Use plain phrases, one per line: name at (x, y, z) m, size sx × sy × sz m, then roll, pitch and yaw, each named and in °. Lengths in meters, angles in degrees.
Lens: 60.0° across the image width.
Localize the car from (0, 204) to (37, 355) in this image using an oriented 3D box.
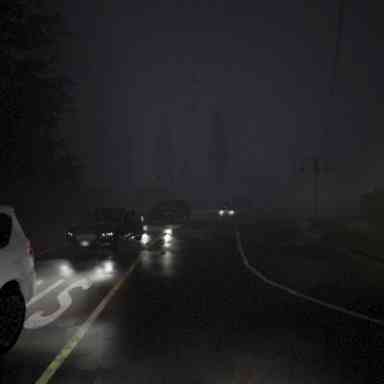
car at (-3.566, 1.187, 3.050) m, size 2.150 × 2.045 × 5.566 m, roll 0°, pitch 1°, yaw 1°

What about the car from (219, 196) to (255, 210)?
car at (5.072, 1.195, 36.884) m, size 2.033 × 1.411 × 5.357 m, roll 0°, pitch 1°, yaw 37°

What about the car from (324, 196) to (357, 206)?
car at (20.074, 1.186, 44.756) m, size 4.718 × 1.301 × 1.895 m, roll 0°, pitch 0°, yaw -30°

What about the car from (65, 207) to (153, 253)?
car at (-3.218, 1.360, 13.111) m, size 2.128 × 1.511 × 4.902 m, roll 0°, pitch 1°, yaw 5°

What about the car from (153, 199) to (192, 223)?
car at (-1.498, 1.252, 23.408) m, size 1.882 × 1.535 × 5.008 m, roll 0°, pitch 1°, yaw 18°
